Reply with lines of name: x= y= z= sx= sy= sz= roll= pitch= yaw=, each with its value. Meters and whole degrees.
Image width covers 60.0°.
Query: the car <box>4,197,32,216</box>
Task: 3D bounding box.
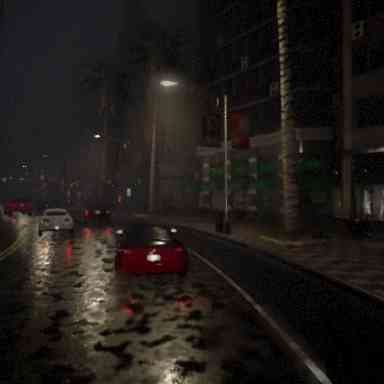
car: x=-19.443 y=1.579 z=37.118 sx=2.150 sy=2.045 sz=5.566 roll=0 pitch=-1 yaw=-36

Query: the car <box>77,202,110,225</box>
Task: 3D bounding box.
car: x=-8.162 y=1.586 z=26.687 sx=2.097 sy=1.767 sz=4.553 roll=0 pitch=-1 yaw=-31

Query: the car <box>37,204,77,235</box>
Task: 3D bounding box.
car: x=-8.266 y=1.712 z=20.061 sx=1.812 sy=1.442 sz=4.674 roll=0 pitch=-1 yaw=-25

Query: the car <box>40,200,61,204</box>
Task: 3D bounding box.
car: x=-16.811 y=1.720 z=39.415 sx=2.097 sy=1.767 sz=4.553 roll=0 pitch=-1 yaw=-36

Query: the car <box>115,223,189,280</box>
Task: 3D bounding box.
car: x=-1.372 y=1.648 z=10.396 sx=1.994 sy=1.385 sz=4.181 roll=0 pitch=0 yaw=-12
